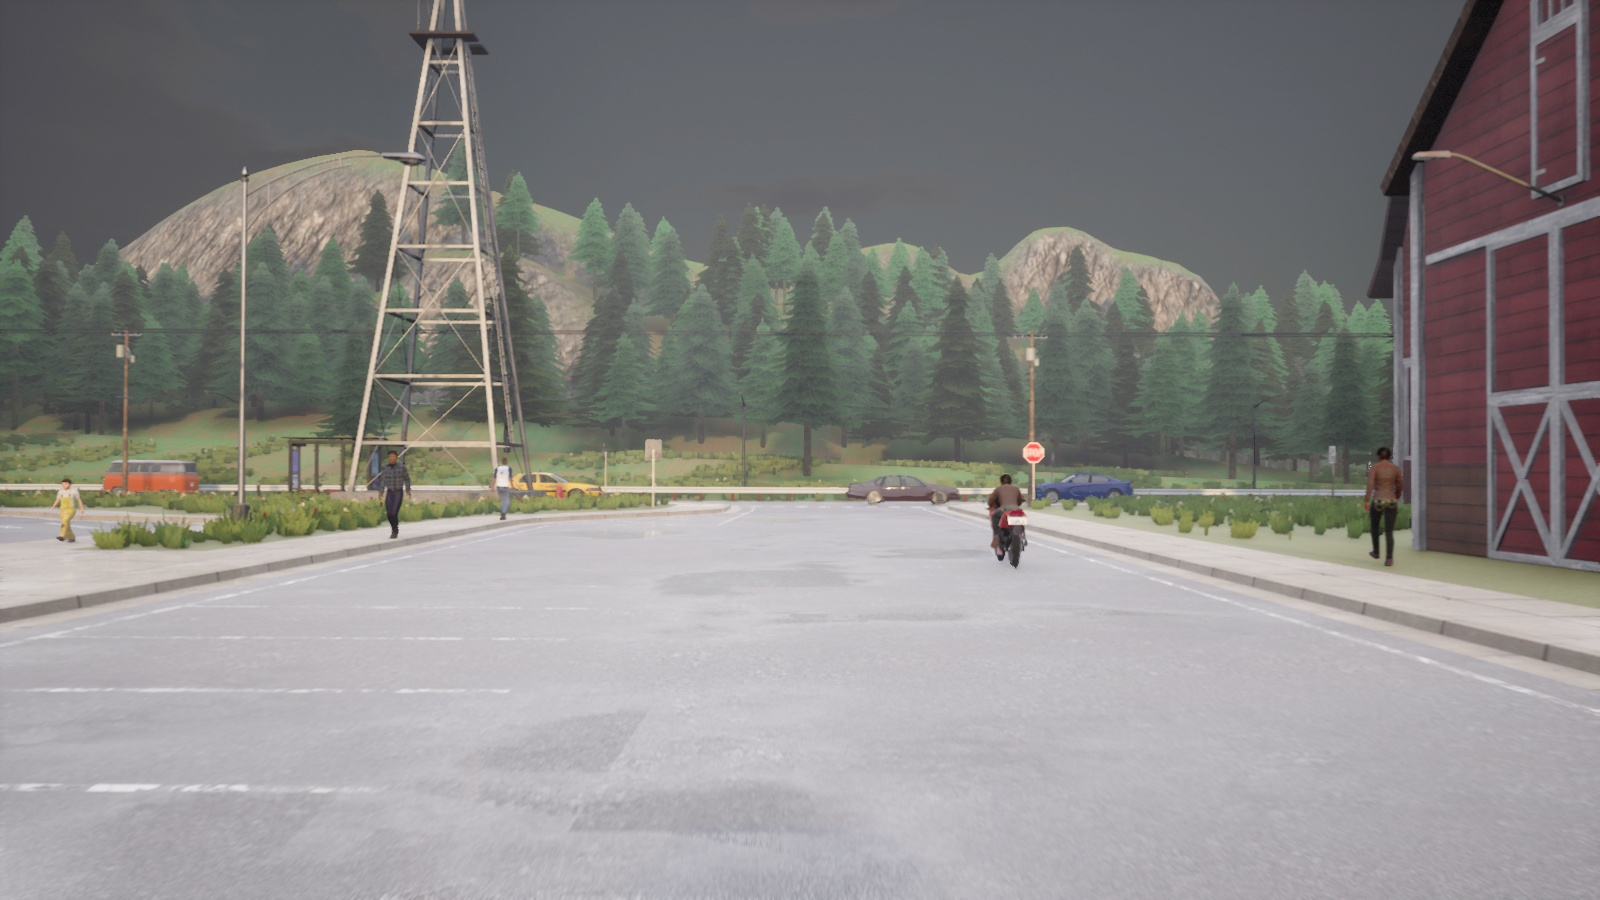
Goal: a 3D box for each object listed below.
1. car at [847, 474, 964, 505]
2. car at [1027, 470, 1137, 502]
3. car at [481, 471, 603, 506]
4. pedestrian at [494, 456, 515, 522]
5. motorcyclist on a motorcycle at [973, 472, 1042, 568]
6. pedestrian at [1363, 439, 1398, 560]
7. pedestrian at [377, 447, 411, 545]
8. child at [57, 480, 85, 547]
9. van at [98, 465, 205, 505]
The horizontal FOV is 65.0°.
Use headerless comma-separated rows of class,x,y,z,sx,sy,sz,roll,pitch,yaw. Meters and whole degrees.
car,4.887,1.828,58.845,5.357,1.411,2.033,0,-1,1
car,13.929,1.778,62.209,5.008,1.535,1.882,0,-1,1
car,-12.106,1.792,59.105,5.366,1.575,1.801,0,-1,1
pedestrian,-8.324,1.095,35.357,0.354,1.836,0.706,0,-1,8
motorcyclist on a motorcycle,3.450,1.135,21.016,0.797,1.523,2.044,0,-1,0
pedestrian,8.881,0.753,19.225,0.328,1.805,0.869,0,-1,16
pedestrian,-8.221,0.929,25.467,0.423,1.949,0.788,0,-1,1
child,-13.803,1.200,23.778,0.270,1.263,0.437,0,-1,3
van,-32.458,1.752,62.918,4.442,1.987,1.775,0,-1,1
